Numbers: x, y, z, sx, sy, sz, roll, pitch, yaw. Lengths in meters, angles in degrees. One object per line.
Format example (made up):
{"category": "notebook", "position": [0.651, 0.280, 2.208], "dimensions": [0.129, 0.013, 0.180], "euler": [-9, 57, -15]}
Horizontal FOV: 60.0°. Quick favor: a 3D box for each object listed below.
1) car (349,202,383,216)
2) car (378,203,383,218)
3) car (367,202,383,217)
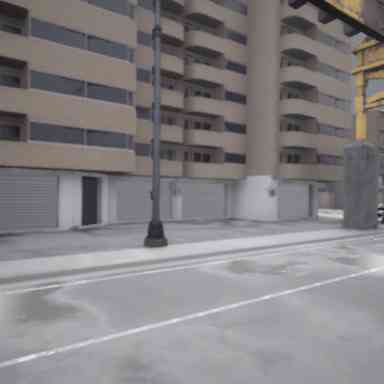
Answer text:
{"category": "car", "position": [18.136, 1.657, 33.552], "dimensions": [1.853, 1.218, 4.536], "euler": [1, 0, -11]}
{"category": "car", "position": [18.145, 1.815, 33.500], "dimensions": [2.038, 1.542, 4.974], "euler": [1, 0, -11]}
{"category": "car", "position": [21.720, 1.859, 35.649], "dimensions": [4.974, 1.542, 2.038], "euler": [0, 0, 34]}
